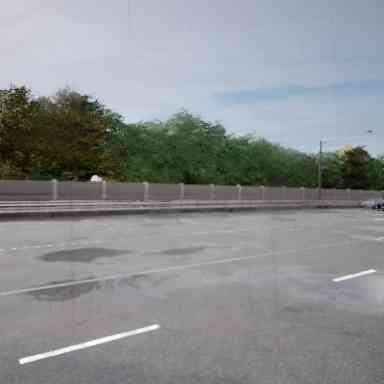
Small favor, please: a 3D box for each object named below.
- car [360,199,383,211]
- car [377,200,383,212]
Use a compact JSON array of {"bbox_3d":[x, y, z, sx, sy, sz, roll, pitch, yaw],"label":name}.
[{"bbox_3d":[26.789,1.799,49.058,4.553,1.767,2.097,1,0,-37],"label":"car"},{"bbox_3d":[27.743,2.051,45.411,4.718,1.301,1.895,1,0,-37],"label":"car"}]
